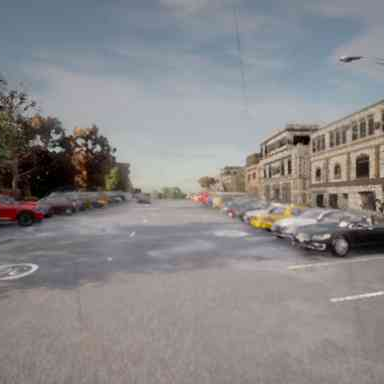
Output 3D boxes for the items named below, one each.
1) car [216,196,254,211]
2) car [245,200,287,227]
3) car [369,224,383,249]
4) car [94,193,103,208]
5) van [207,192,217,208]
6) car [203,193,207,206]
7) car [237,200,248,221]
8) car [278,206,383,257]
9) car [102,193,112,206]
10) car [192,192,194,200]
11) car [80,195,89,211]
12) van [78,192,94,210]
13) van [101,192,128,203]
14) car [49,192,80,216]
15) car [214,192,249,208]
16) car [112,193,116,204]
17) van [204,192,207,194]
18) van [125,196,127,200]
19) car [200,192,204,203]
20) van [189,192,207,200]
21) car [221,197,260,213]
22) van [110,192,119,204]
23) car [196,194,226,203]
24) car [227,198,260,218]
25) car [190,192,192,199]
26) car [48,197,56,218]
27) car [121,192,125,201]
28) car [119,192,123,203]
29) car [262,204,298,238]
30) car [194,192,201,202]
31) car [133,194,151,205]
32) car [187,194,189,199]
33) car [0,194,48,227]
[{"bbox_3d":[5.135,1.364,30.338,4.892,1.521,2.231,1,1,-23],"label":"car"},{"bbox_3d":[5.956,1.442,18.698,5.366,1.575,1.946,1,0,-23],"label":"car"},{"bbox_3d":[6.445,1.524,6.907,4.892,1.521,2.231,1,0,-23],"label":"car"},{"bbox_3d":[-13.145,1.266,38.157,4.892,1.521,2.231,-1,1,-23],"label":"car"},{"bbox_3d":[4.533,1.080,39.073,4.442,1.987,1.878,1,1,-23],"label":"van"},{"bbox_3d":[4.463,1.292,42.053,5.008,1.535,2.097,1,0,-23],"label":"car"},{"bbox_3d":[5.626,1.463,21.549,4.674,1.452,2.002,1,1,-23],"label":"car"},{"bbox_3d":[6.126,1.484,12.761,4.892,1.521,2.231,1,1,-23],"label":"car"},{"bbox_3d":[-13.149,1.244,41.171,5.366,1.575,1.946,-1,0,-23],"label":"car"},{"bbox_3d":[3.321,1.211,65.557,5.366,1.575,1.946,1,0,-23],"label":"car"},{"bbox_3d":[-12.849,1.331,32.265,4.792,1.488,2.163,-1,1,-23],"label":"car"},{"bbox_3d":[-13.093,1.059,35.164,4.442,1.987,1.878,-1,1,-23],"label":"van"},{"bbox_3d":[-14.373,0.949,61.723,4.442,1.987,1.878,-1,0,-23],"label":"van"},{"bbox_3d":[-12.631,1.194,29.349,4.553,1.767,2.185,-1,1,-23],"label":"car"},{"bbox_3d":[4.996,1.218,33.274,4.553,1.767,2.185,1,1,-23],"label":"car"},{"bbox_3d":[-13.645,1.261,46.972,4.674,1.452,2.002,-1,1,-23],"label":"car"},{"bbox_3d":[4.413,1.053,45.031,4.442,1.987,1.878,1,0,-23],"label":"van"},{"bbox_3d":[-14.419,0.958,58.682,4.442,1.987,1.878,-1,0,-23],"label":"van"},{"bbox_3d":[4.113,1.137,47.901,4.553,1.767,2.185,1,0,-23],"label":"car"},{"bbox_3d":[1.710,1.053,91.882,4.442,1.987,1.878,2,-2,-24],"label":"van"},{"bbox_3d":[5.267,1.412,27.394,4.792,1.488,2.163,1,1,-23],"label":"car"},{"bbox_3d":[-13.713,0.983,49.965,4.442,1.987,1.878,-1,0,-23],"label":"van"},{"bbox_3d":[3.472,1.225,59.625,4.892,1.521,2.231,1,0,-23],"label":"car"},{"bbox_3d":[5.469,1.404,24.475,4.892,1.521,2.231,1,1,-23],"label":"car"},{"bbox_3d":[2.992,1.201,71.409,5.366,1.575,1.946,1,0,-23],"label":"car"},{"bbox_3d":[-12.351,1.390,23.444,4.792,1.488,2.163,-1,1,-23],"label":"car"},{"bbox_3d":[-14.151,1.230,55.797,4.674,1.452,2.002,-1,0,-23],"label":"car"},{"bbox_3d":[-13.983,1.239,52.856,4.674,1.452,2.002,-1,0,-23],"label":"car"},{"bbox_3d":[5.956,1.503,15.690,4.674,1.452,2.002,1,1,-23],"label":"car"},{"bbox_3d":[3.839,0.990,53.781,5.566,2.045,2.435,1,0,-23],"label":"car"},{"bbox_3d":[-7.677,1.275,53.387,2.033,1.411,5.357,0,0,-3],"label":"car"},{"bbox_3d":[2.143,1.181,80.051,5.366,1.575,1.946,1,0,-23],"label":"car"},{"bbox_3d":[-12.138,1.129,20.532,5.566,2.045,2.435,-1,0,-23],"label":"car"}]
